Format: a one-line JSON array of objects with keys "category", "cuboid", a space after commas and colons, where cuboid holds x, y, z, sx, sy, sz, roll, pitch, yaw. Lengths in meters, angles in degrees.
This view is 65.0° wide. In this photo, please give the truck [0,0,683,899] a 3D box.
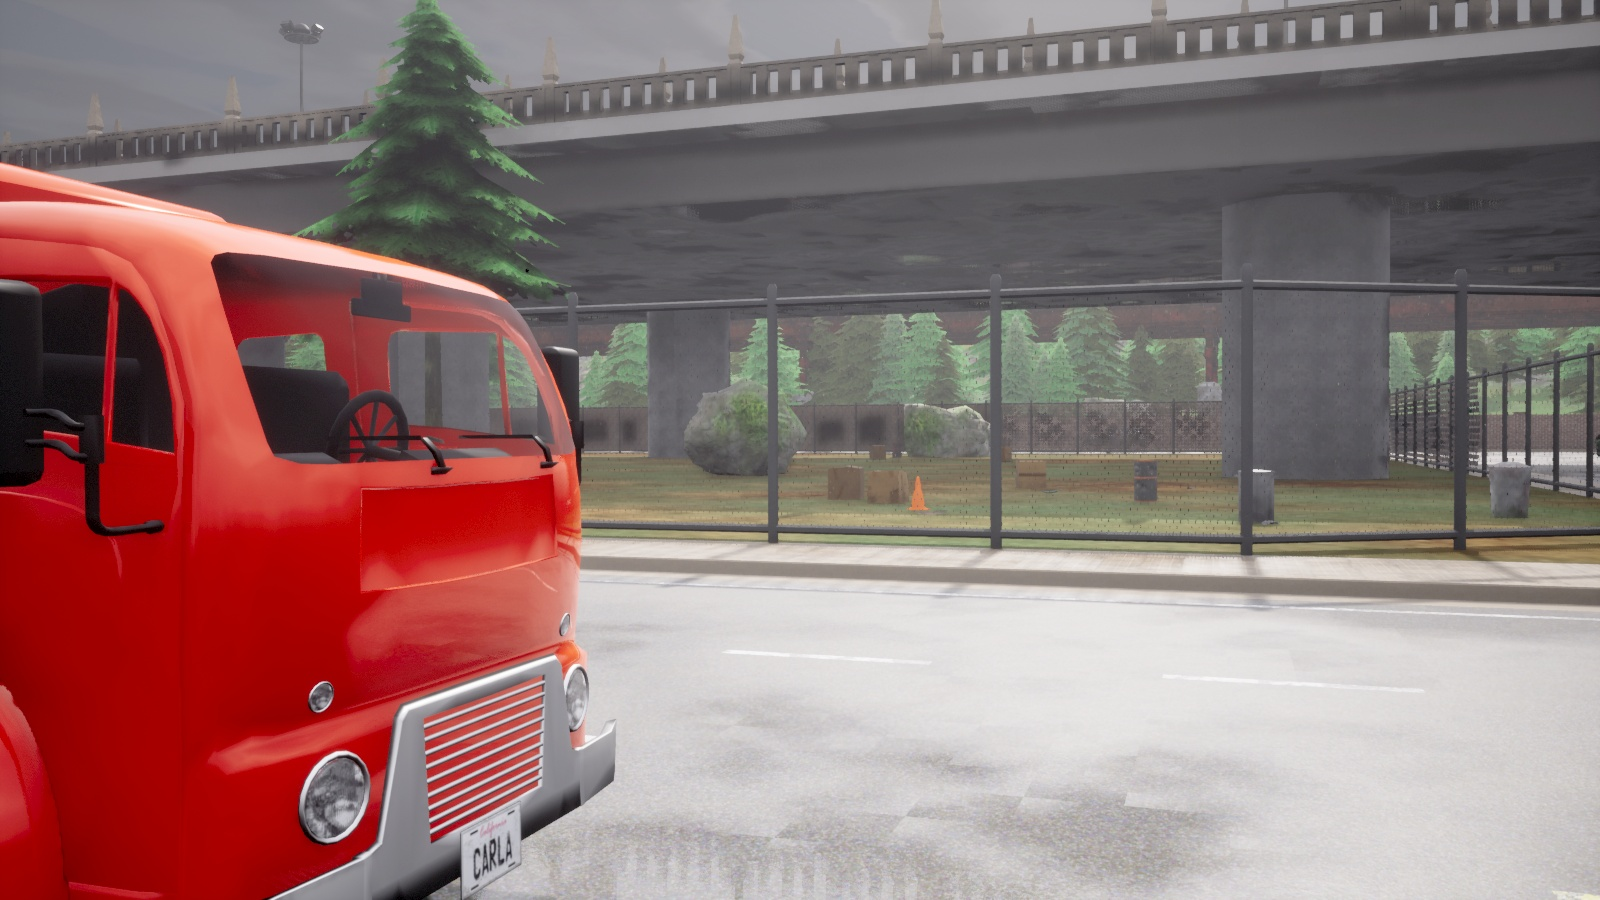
[{"category": "truck", "cuboid": [-3.327, 0.258, 4.304, 5.204, 2.467, 2.627, 1, 1, 19]}]

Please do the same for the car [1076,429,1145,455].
[{"category": "car", "cuboid": [21.915, -0.594, 88.506, 4.553, 1.767, 2.097, 1, 1, 18]}]
